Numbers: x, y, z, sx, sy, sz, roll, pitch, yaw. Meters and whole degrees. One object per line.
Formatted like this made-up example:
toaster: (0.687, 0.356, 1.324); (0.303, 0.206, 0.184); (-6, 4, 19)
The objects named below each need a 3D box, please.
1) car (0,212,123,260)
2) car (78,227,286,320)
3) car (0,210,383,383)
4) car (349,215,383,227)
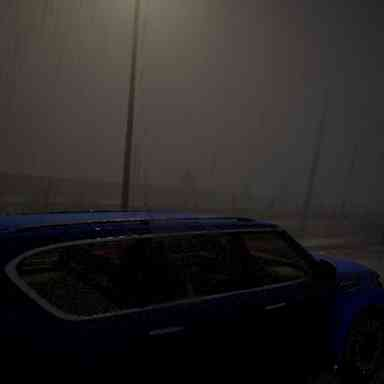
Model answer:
car: (-5.610, 1.574, 12.888); (5.357, 1.411, 2.033); (1, -1, -35)
car: (-0.058, 1.662, 8.004); (4.718, 1.301, 1.895); (2, -1, -35)
car: (0.060, 1.241, 3.790); (5.566, 2.045, 2.150); (1, -1, -35)
car: (21.381, 3.557, 40.718); (4.181, 1.385, 1.994); (4, -2, -35)
